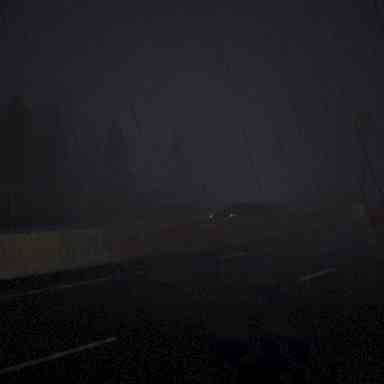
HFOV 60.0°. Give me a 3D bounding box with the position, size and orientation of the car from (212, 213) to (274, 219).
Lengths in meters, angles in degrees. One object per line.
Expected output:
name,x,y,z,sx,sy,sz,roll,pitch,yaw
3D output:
car,3.064,1.478,21.545,2.097,1.767,4.553,-1,0,42

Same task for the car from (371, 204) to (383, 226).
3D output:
car,14.097,1.559,23.506,1.882,1.535,5.008,-1,0,39

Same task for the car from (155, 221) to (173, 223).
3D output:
car,-1.371,1.679,27.006,2.128,1.511,4.902,0,-1,42
